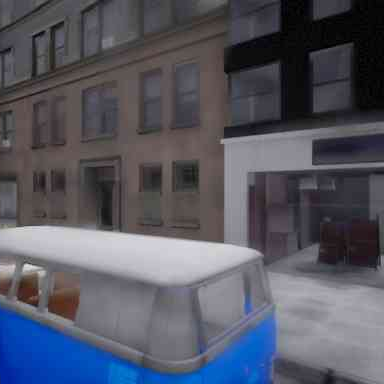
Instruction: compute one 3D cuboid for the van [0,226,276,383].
[{"bbox_3d":[-1.107,1.339,3.601,3.998,1.788,1.690,0,0,36],"label":"van"}]
